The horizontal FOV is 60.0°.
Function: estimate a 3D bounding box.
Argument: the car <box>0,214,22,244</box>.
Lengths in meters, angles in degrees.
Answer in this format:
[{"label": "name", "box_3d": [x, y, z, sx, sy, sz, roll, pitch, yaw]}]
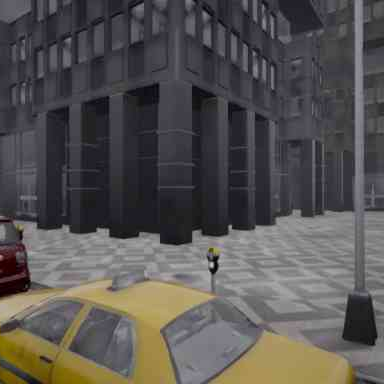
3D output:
[{"label": "car", "box_3d": [-5.285, 1.315, 6.739, 5.009, 1.841, 2.192, 0, 0, 36]}]

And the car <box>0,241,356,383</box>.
[{"label": "car", "box_3d": [-0.864, 1.525, 3.583, 4.829, 1.417, 1.752, 0, 0, 36]}]
